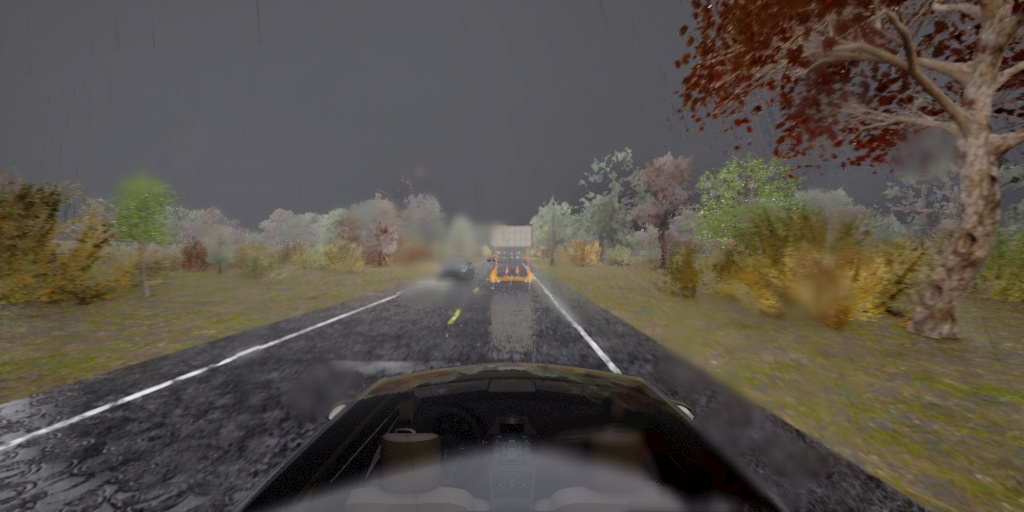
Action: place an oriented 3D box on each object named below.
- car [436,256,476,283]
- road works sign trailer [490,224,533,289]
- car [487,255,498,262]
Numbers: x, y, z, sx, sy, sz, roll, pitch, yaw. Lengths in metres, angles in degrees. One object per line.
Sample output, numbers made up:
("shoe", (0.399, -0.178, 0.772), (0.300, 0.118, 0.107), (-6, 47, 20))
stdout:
("car", (-3.582, 0.797, 23.584), (2.097, 1.767, 4.553), (0, 1, 0))
("road works sign trailer", (0.003, -0.047, 20.498), (2.380, 3.560, 2.880), (0, 0, 0))
("car", (-3.502, 0.479, 64.639), (1.895, 1.301, 4.718), (0, 1, 0))
